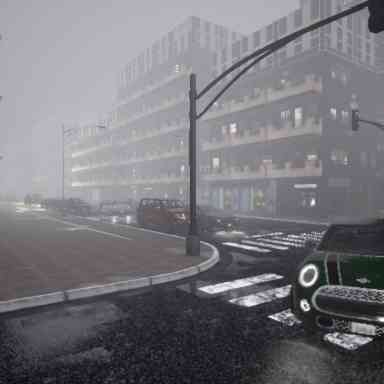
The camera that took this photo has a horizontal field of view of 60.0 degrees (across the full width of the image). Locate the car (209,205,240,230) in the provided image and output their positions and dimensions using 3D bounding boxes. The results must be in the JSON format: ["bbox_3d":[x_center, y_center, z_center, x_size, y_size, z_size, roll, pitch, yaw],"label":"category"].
[{"bbox_3d":[0.593,1.496,21.151,2.033,1.411,5.357,0,0,-36],"label":"car"}]

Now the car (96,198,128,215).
[{"bbox_3d":[-7.800,1.507,32.772,1.895,1.301,4.718,0,0,-36],"label":"car"}]

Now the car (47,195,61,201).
[{"bbox_3d":[-31.233,1.379,75.093,2.008,1.369,4.403,0,0,-36],"label":"car"}]

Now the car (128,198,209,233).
[{"bbox_3d":[-1.534,1.264,19.680,2.192,1.841,5.009,0,0,-36],"label":"car"}]

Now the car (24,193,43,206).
[{"bbox_3d":[-24.757,1.162,51.820,2.192,1.841,5.009,0,0,-36],"label":"car"}]

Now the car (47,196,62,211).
[{"bbox_3d":[-14.805,1.451,38.047,1.947,1.339,4.313,0,0,-36],"label":"car"}]

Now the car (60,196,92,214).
[{"bbox_3d":[-11.487,1.445,33.454,1.887,1.381,4.507,0,0,-36],"label":"car"}]

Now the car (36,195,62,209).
[{"bbox_3d":[-18.123,1.436,42.639,1.947,1.339,4.313,0,0,-36],"label":"car"}]

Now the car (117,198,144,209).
[{"bbox_3d":[-8.012,1.466,42.955,1.802,1.307,4.206,0,0,-36],"label":"car"}]

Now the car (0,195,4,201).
[{"bbox_3d":[-41.345,1.269,74.777,1.967,1.590,4.097,0,0,-36],"label":"car"}]

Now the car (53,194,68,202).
[{"bbox_3d":[-27.917,1.270,70.503,1.967,1.590,4.097,0,0,-36],"label":"car"}]

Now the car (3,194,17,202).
[{"bbox_3d":[-38.027,1.412,70.186,1.802,1.307,4.206,0,0,-36],"label":"car"}]

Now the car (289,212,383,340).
[{"bbox_3d":[3.489,1.353,6.705,2.097,1.767,4.553,-1,0,28],"label":"car"}]
